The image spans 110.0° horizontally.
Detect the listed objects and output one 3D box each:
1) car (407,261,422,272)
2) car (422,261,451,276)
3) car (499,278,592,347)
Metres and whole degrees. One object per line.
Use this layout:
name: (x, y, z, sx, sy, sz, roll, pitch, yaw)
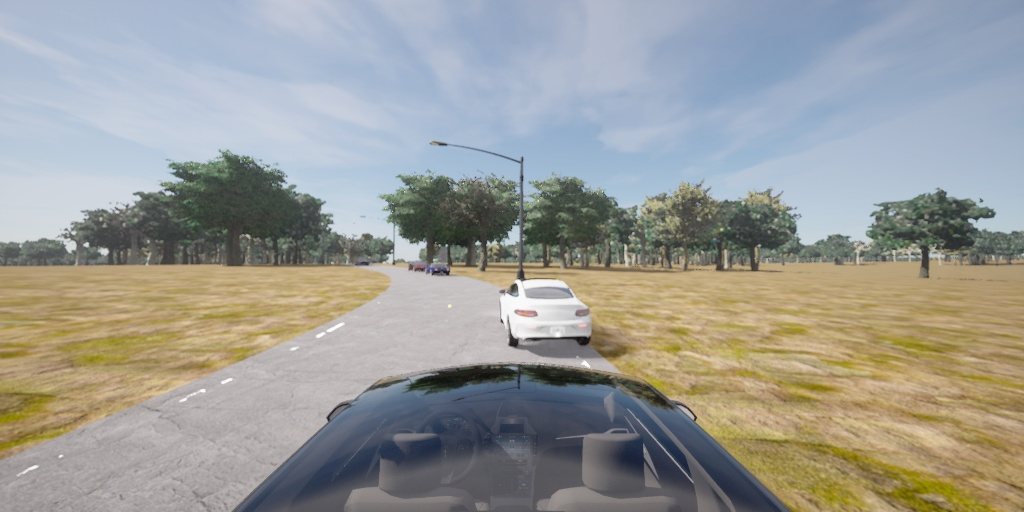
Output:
car: (-12.114, 1.298, 46.358, 1.994, 1.385, 4.181, 1, 0, -30)
car: (-7.895, 1.374, 37.841, 1.895, 1.301, 4.718, 1, 0, -24)
car: (0.689, 1.303, 9.373, 1.812, 1.442, 4.674, 0, 0, -5)
